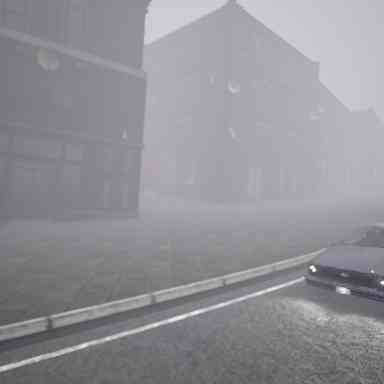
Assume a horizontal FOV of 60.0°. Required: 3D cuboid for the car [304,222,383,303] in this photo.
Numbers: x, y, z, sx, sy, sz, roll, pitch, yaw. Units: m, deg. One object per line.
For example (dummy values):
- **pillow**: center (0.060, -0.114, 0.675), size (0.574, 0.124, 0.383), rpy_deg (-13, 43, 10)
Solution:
- **car**: center (4.927, 1.500, 8.232), size (5.357, 1.411, 2.033), rpy_deg (-1, 1, -42)
